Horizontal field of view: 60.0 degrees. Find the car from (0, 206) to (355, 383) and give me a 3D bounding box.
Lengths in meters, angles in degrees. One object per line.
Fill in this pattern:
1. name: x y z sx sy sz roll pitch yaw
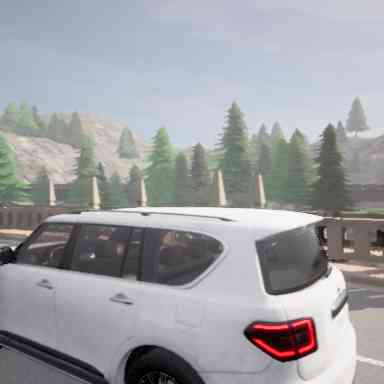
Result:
1. car: -0.934 1.209 4.411 5.566 2.045 2.150 0 0 33
